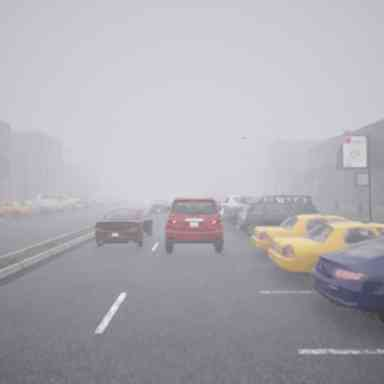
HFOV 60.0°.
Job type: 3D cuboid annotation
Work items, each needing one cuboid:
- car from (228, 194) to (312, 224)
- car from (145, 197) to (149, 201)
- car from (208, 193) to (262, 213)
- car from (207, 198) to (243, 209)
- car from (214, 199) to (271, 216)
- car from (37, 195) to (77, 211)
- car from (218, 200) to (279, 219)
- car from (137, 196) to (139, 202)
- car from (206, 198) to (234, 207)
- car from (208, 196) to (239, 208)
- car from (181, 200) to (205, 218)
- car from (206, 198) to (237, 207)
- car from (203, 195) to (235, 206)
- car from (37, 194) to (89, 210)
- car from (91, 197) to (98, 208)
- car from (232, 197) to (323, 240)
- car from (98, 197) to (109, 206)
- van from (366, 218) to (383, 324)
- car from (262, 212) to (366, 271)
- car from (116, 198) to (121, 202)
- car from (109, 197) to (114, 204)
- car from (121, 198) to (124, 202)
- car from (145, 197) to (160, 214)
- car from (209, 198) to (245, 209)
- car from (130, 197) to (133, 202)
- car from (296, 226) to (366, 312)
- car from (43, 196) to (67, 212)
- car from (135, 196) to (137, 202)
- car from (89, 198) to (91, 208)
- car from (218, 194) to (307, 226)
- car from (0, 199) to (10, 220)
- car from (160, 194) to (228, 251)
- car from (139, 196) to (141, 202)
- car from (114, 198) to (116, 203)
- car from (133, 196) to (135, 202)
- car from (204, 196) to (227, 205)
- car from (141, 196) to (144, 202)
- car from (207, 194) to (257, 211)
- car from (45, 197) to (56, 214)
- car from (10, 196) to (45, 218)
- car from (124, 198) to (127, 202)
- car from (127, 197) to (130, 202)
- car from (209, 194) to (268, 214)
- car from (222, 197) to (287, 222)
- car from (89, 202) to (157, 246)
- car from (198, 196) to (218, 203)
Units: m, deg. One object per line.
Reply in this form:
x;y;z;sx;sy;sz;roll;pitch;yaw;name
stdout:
4.618;1.188;19.957;5.566;2.045;2.435;0;0;0;car
-15.700;2.112;92.456;5.566;2.045;2.435;0;-1;0;car
4.623;1.189;36.491;5.566;2.045;2.435;0;0;0;car
4.649;1.563;47.511;5.008;1.535;2.097;0;-1;0;car
4.644;1.418;30.980;5.008;1.535;2.097;0;0;0;car
-15.981;1.431;36.763;5.366;1.575;1.946;0;0;0;car
4.678;1.449;28.228;4.792;1.488;2.163;0;0;0;car
-15.732;2.117;78.434;4.792;1.488;2.163;0;-1;0;car
4.655;1.730;55.781;4.674;1.452;2.002;0;-1;0;car
4.687;1.480;50.270;4.553;1.767;2.185;0;-1;0;car
0.095;1.503;30.626;1.994;1.385;4.181;0;0;0;car
4.686;1.678;53.025;4.792;1.488;2.163;0;-1;0;car
4.686;1.483;58.543;5.566;2.045;2.435;0;-1;0;car
-15.760;1.205;39.543;5.566;2.045;2.435;0;0;0;car
-15.745;1.398;45.095;4.553;1.767;2.185;0;-1;0;car
4.615;1.323;17.200;4.553;1.767;2.185;0;0;0;car
-15.770;1.611;50.773;4.892;1.521;2.231;0;-1;0;car
4.525;1.253;3.409;4.442;1.987;1.878;0;0;0;van
4.828;1.468;8.925;5.366;1.575;1.946;0;0;0;car
-15.716;1.773;58.984;4.792;1.488;2.163;0;-1;0;car
-15.943;1.652;53.553;5.366;1.575;1.946;0;-1;0;car
-15.745;1.789;61.762;5.008;1.535;2.097;0;-1;0;car
-2.902;1.466;31.163;1.812;1.442;4.674;0;0;0;car
4.651;1.566;44.756;4.674;1.452;2.002;0;-1;0;car
-15.715;1.937;70.224;5.008;1.535;2.097;0;-1;0;car
4.640;1.516;6.168;4.674;1.452;2.002;0;0;0;car
-15.799;1.457;33.989;4.674;1.452;2.002;0;0;0;car
-15.706;2.076;75.655;4.674;1.452;2.002;0;-1;0;car
-15.781;1.526;42.315;4.674;1.452;2.002;0;-1;0;car
4.676;1.179;22.715;5.566;2.045;2.435;0;0;0;car
-15.830;1.422;23.004;5.008;1.535;2.097;0;0;0;car
0.089;1.199;14.067;2.150;2.045;5.566;0;0;0;car
-15.704;2.141;81.214;4.892;1.521;2.231;0;-1;0;car
-15.724;1.572;56.216;4.553;1.767;2.185;0;-1;0;car
-15.721;1.988;73.003;4.892;1.521;2.231;0;-1;0;car
4.629;1.744;66.811;4.553;1.767;2.185;0;-1;0;car
-15.682;2.289;86.768;4.674;1.452;2.002;0;-1;0;car
4.624;1.212;39.249;5.566;2.045;2.435;0;0;0;car
-15.810;1.449;31.331;4.674;1.452;2.002;0;0;0;car
-15.998;1.406;28.561;5.366;1.575;1.946;0;0;0;car
-15.727;1.838;64.542;4.892;1.521;2.231;0;-1;0;car
-15.756;1.914;67.319;4.792;1.488;2.163;0;-1;0;car
4.622;1.177;33.738;5.566;2.045;2.435;0;0;0;car
4.679;1.296;25.470;4.553;1.767;2.185;0;0;0;car
-2.910;1.453;15.105;1.882;1.535;5.008;0;1;0;car
4.618;2.152;94.385;5.566;2.045;2.435;0;-1;0;car
